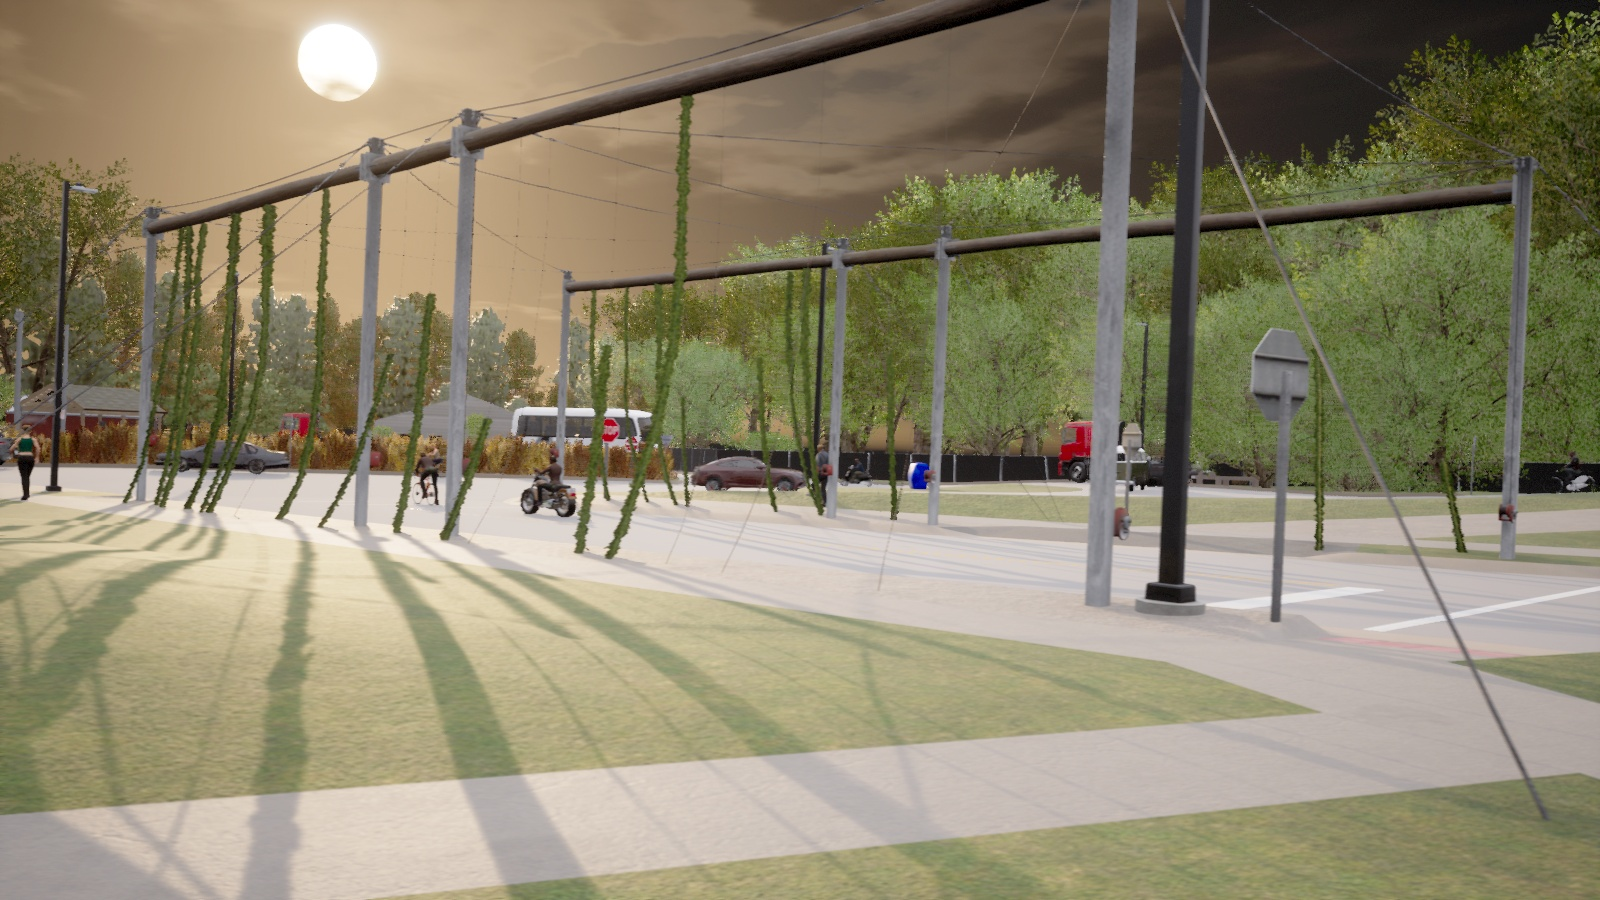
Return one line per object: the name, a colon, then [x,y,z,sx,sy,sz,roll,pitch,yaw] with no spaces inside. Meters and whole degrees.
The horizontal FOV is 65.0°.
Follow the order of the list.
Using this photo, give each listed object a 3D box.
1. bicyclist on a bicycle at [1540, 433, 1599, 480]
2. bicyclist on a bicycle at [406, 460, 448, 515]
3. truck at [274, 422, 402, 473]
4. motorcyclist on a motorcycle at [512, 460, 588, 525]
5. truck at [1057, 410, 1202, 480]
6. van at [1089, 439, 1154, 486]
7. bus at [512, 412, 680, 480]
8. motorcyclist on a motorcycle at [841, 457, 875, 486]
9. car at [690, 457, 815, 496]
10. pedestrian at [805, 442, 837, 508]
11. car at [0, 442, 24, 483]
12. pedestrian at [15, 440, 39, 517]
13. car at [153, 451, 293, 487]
bicyclist on a bicycle: [31.304,0.265,51.117,1.843,1.776,0.659,-4,-2,22]
bicyclist on a bicycle: [-11.330,1.118,38.081,0.582,1.620,1.656,1,-1,-41]
truck: [-32.117,-0.166,87.557,7.936,3.462,2.891,1,1,-11]
motorcyclist on a motorcycle: [-6.580,1.085,32.997,2.350,1.649,0.766,0,-1,45]
truck: [17.332,-0.254,66.704,2.891,3.462,7.936,0,0,-27]
van: [14.719,0.514,57.310,2.069,2.038,4.480,0,1,25]
bus: [-13.413,-0.314,82.561,10.273,4.253,3.944,1,0,20]
motorcyclist on a motorcycle: [3.204,1.211,69.963,1.817,1.590,0.866,-1,0,-1]
car: [-1.864,1.042,49.768,4.674,1.442,1.812,-1,-1,8]
pedestrian: [0.603,0.693,35.645,0.540,1.848,0.694,1,0,-43]
car: [-34.940,0.539,51.424,5.027,1.651,2.152,-1,1,-20]
pedestrian: [-18.899,0.689,30.690,0.594,1.836,0.345,2,0,44]
car: [-25.146,0.834,54.955,5.357,1.411,2.033,1,1,-20]
